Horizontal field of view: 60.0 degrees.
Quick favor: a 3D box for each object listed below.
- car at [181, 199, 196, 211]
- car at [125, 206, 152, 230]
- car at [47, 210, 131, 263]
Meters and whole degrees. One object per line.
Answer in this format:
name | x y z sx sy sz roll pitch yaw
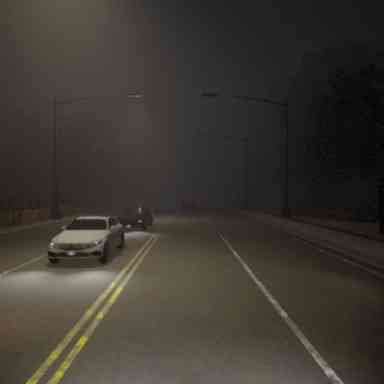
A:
car | -0.457 1.761 47.066 2.097 1.767 4.553 0 -1 -1
car | -3.835 1.692 22.761 2.033 1.411 5.357 0 0 0
car | -3.723 1.611 12.490 1.812 1.442 4.674 0 0 -1
